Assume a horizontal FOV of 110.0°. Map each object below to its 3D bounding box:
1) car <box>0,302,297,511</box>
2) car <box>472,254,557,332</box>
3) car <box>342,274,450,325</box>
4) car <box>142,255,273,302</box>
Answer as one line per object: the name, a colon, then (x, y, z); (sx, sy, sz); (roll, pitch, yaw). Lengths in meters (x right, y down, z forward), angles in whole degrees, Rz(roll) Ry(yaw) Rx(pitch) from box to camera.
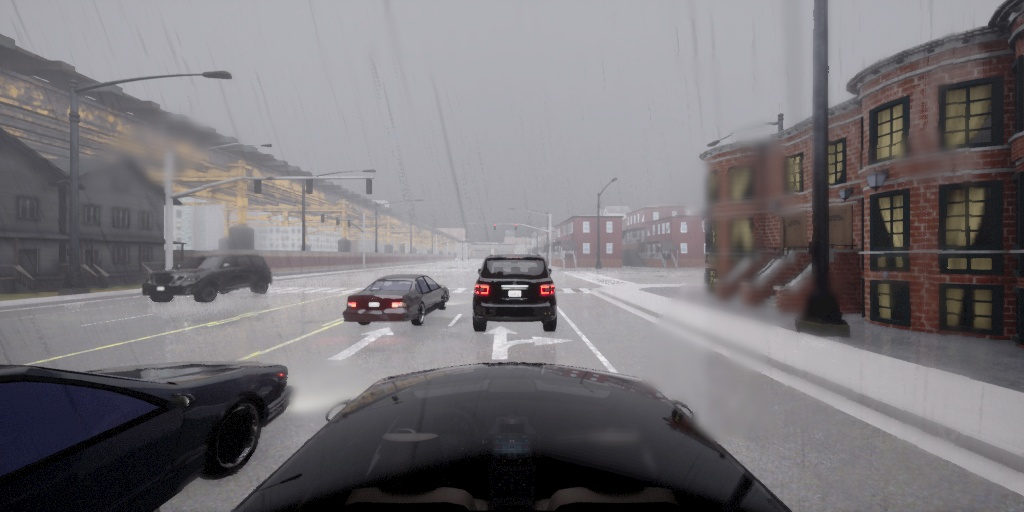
car: (-3.388, 1.297, 1.656); (2.033, 1.411, 5.357); (0, 0, -1)
car: (0.084, 0.971, 11.046); (2.150, 2.045, 5.566); (0, 0, 0)
car: (-3.441, 1.297, 11.728); (2.033, 1.411, 5.357); (0, 0, 2)
car: (-14.015, 0.956, 17.064); (2.150, 2.045, 5.566); (0, 0, 0)
